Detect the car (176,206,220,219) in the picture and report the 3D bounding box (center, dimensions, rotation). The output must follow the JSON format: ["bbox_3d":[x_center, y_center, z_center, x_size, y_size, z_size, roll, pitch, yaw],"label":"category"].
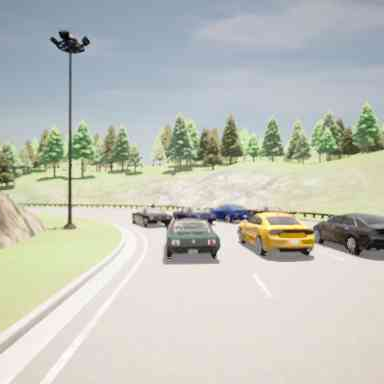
[{"bbox_3d":[0.060,1.844,26.279,1.895,1.301,4.718,0,-1,-24],"label":"car"}]

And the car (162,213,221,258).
[{"bbox_3d":[-0.127,1.725,13.315,1.895,1.301,4.718,0,0,-5],"label":"car"}]

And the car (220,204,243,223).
[{"bbox_3d":[3.084,1.737,28.035,1.882,1.535,5.008,0,0,-25],"label":"car"}]

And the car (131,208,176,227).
[{"bbox_3d":[-3.136,1.831,24.852,1.895,1.301,4.718,0,-1,-24],"label":"car"}]

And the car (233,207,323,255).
[{"bbox_3d":[3.311,1.608,13.956,1.882,1.535,5.008,0,0,-5],"label":"car"}]

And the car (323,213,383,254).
[{"bbox_3d":[6.825,1.638,14.044,1.837,1.490,4.892,0,0,-5],"label":"car"}]
